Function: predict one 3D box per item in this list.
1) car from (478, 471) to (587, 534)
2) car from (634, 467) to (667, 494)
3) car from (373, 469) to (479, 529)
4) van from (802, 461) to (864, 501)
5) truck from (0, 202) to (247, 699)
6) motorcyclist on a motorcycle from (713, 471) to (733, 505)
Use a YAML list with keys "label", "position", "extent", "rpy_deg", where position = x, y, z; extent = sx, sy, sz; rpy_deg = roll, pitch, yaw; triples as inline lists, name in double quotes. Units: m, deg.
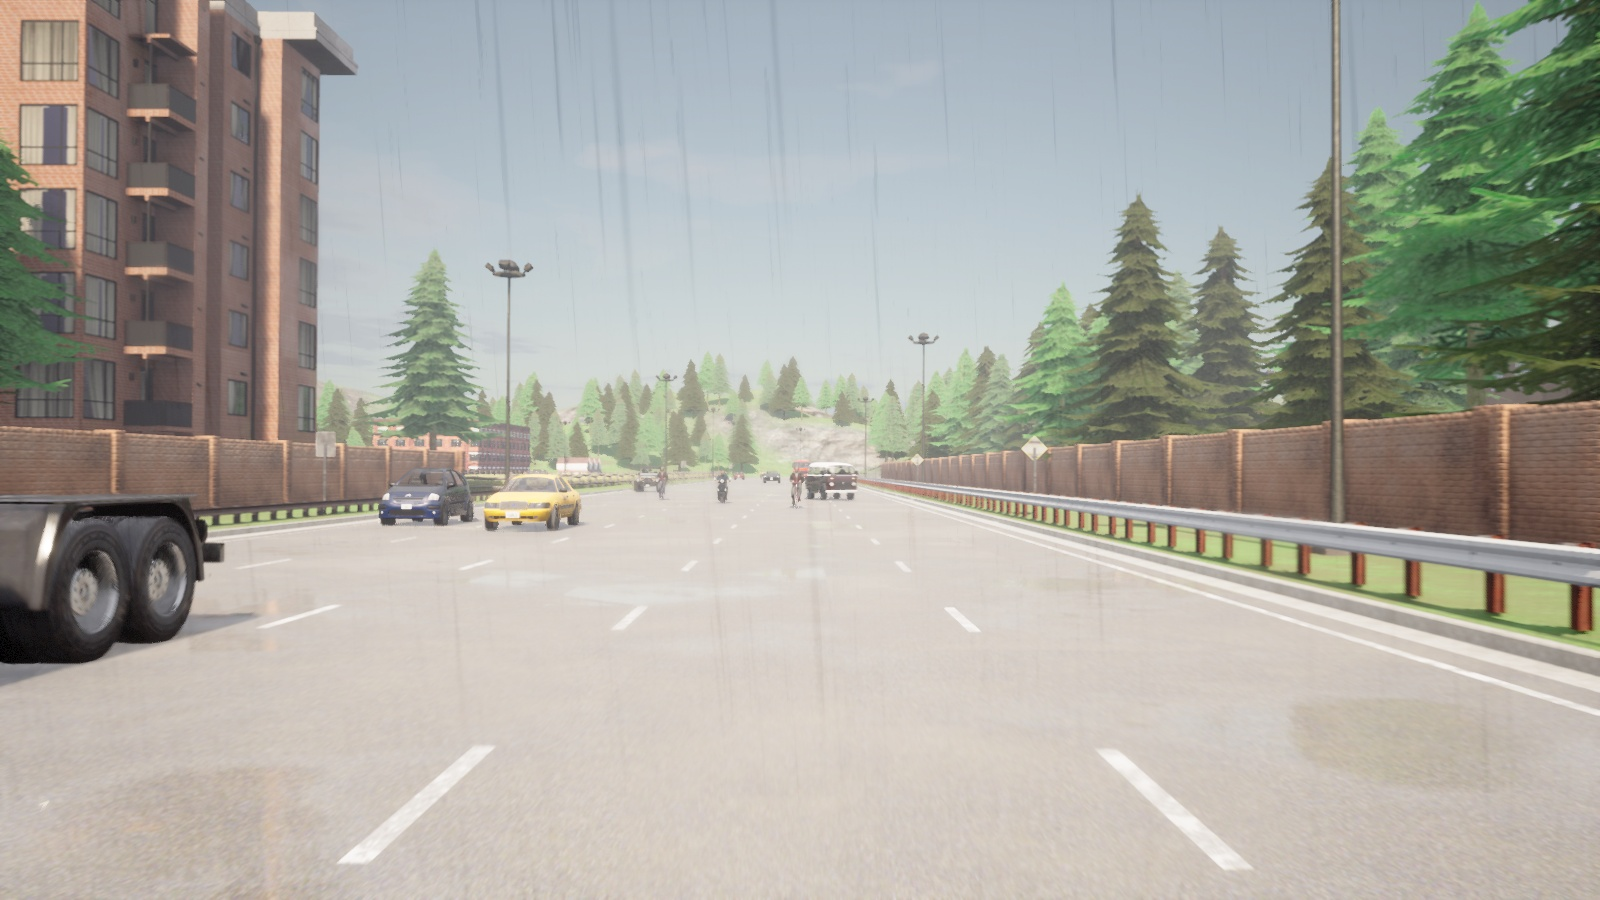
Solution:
- label: "car"
  position: [-7.082, 1.346, 33.796]
  extent: [1.801, 1.575, 5.366]
  rpy_deg: [0, -1, 0]
- label: "car"
  position: [-10.719, 2.158, 90.108]
  extent: [1.905, 1.878, 3.866]
  rpy_deg: [0, -1, 0]
- label: "car"
  position: [-10.587, 1.353, 35.808]
  extent: [1.851, 1.617, 3.988]
  rpy_deg: [0, -1, 0]
- label: "van"
  position: [1.718, 1.656, 67.371]
  extent: [2.069, 2.038, 4.480]
  rpy_deg: [0, -1, -15]
- label: "truck"
  position: [-7.025, 0.006, 8.698]
  extent: [2.891, 3.462, 7.936]
  rpy_deg: [0, -1, 0]
- label: "motorcyclist on a motorcycle"
  position: [-3.645, 1.776, 59.500]
  extent: [0.866, 1.590, 1.817]
  rpy_deg: [0, -1, 0]
